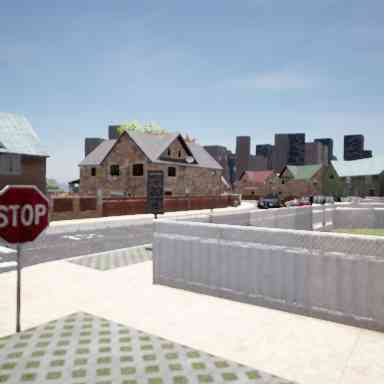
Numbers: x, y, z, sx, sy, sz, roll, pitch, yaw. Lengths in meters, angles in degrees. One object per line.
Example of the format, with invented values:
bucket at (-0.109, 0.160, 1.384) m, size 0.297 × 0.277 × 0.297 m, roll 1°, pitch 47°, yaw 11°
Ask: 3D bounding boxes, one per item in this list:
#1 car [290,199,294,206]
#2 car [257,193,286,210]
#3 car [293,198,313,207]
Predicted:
car at (16.399, 1.635, 51.196) m, size 1.895 × 1.301 × 4.718 m, roll 1°, pitch 0°, yaw 7°
car at (8.887, 1.198, 36.672) m, size 2.150 × 2.045 × 5.566 m, roll 2°, pitch 1°, yaw 27°
car at (14.019, 1.621, 41.430) m, size 1.994 × 1.385 × 4.181 m, roll 1°, pitch 0°, yaw 19°
